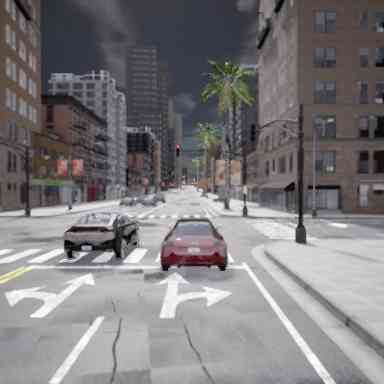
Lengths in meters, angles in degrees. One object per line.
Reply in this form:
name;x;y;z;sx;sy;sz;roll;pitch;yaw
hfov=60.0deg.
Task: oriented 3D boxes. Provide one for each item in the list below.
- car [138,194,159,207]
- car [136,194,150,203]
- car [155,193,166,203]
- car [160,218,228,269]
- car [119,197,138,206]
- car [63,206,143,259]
car;-6.565;1.515;50.992;1.812;1.442;4.674;0;0;0
car;-9.749;1.324;66.573;2.097;1.767;4.553;0;0;0
car;-6.495;1.200;66.569;2.150;2.045;5.566;0;0;0
car;0.061;1.563;11.115;1.994;1.385;4.181;0;0;0
car;-9.814;1.515;50.964;1.812;1.442;4.674;0;0;0
car;-3.185;1.495;12.522;2.128;1.511;4.902;0;0;0
